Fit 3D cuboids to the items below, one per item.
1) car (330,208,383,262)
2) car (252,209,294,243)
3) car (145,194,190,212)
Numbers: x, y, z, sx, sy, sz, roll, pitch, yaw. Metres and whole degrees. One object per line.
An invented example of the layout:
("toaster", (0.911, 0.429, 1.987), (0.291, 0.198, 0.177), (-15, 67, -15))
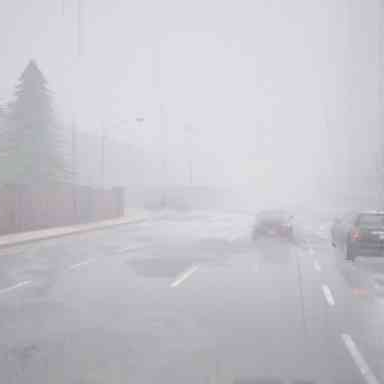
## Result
("car", (6.504, 1.423, 12.333), (2.097, 1.767, 4.553), (1, 0, 15))
("car", (4.057, 1.576, 16.609), (1.812, 1.442, 4.674), (1, 0, 16))
("car", (-2.903, 1.269, 39.350), (5.566, 2.045, 2.150), (0, -1, 25))
